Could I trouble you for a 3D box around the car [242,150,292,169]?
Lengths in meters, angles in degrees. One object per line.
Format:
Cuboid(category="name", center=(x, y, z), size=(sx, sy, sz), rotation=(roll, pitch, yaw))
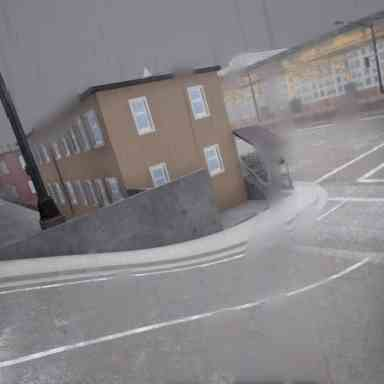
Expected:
Cuboid(category="car", center=(6.119, -2.815, 28.209), size=(1.837, 1.490, 4.892), rotation=(-23, 13, -32))
